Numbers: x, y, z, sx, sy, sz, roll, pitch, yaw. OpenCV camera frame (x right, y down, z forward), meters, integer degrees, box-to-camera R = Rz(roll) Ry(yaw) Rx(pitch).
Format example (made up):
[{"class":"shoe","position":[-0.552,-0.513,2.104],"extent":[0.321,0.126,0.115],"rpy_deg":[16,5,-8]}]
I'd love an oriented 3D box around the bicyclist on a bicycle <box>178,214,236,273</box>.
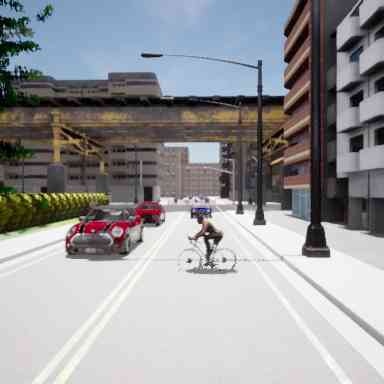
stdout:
[{"class":"bicyclist on a bicycle","position":[0.401,1.444,9.249],"extent":[1.656,1.620,0.582],"rpy_deg":[-2,0,1]}]

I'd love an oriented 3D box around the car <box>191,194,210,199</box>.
[{"class":"car","position":[2.086,1.446,62.816],"extent":[2.038,1.542,4.974],"rpy_deg":[0,0,-19]}]

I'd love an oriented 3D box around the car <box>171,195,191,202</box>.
[{"class":"car","position":[-2.042,1.288,63.276],"extent":[1.853,1.218,4.536],"rpy_deg":[0,0,26]}]

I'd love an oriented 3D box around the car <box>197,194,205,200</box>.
[{"class":"car","position":[2.397,1.443,89.413],"extent":[2.038,1.542,4.974],"rpy_deg":[0,0,1]}]

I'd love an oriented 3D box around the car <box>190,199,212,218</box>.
[{"class":"car","position":[0.830,1.598,29.927],"extent":[1.895,1.301,4.718],"rpy_deg":[0,0,1]}]

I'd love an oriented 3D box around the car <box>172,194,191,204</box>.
[{"class":"car","position":[-2.065,1.446,63.229],"extent":[2.038,1.542,4.974],"rpy_deg":[0,0,26]}]

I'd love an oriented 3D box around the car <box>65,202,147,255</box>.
[{"class":"car","position":[-3.293,1.350,13.245],"extent":[2.097,1.767,4.553],"rpy_deg":[0,0,1]}]

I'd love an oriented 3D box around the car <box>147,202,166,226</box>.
[{"class":"car","position":[-3.012,1.475,23.566],"extent":[1.882,1.535,5.008],"rpy_deg":[0,0,2]}]

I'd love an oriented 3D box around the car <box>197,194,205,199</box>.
[{"class":"car","position":[2.398,1.286,89.465],"extent":[1.853,1.218,4.536],"rpy_deg":[0,0,1]}]

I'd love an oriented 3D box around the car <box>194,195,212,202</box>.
[{"class":"car","position":[2.069,1.289,62.865],"extent":[1.853,1.218,4.536],"rpy_deg":[0,0,-19]}]
